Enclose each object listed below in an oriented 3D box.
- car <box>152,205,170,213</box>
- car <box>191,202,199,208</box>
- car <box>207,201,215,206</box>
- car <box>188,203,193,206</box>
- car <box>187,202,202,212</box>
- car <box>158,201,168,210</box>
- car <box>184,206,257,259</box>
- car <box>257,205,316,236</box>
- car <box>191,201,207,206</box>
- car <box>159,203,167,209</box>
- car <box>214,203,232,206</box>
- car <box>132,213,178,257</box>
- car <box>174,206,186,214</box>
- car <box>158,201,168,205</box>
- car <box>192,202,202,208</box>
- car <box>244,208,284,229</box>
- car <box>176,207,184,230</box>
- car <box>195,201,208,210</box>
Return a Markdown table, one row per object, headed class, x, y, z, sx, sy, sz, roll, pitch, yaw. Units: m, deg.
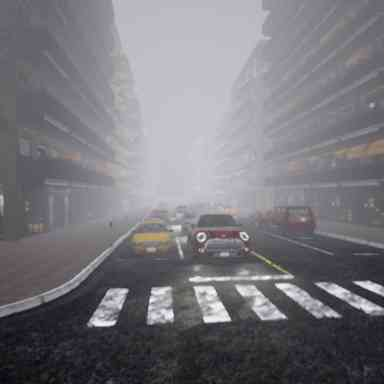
| class | x | y | z | sx | sy | sz | roll | pitch | yaw |
| --- | --- | --- | --- | --- | --- | --- | --- | --- | --- |
| car | -3.070 | 2.281 | 31.885 | 1.887 | 1.381 | 4.507 | -1 | -1 | -5 |
| car | 0.763 | 3.485 | 89.061 | 1.947 | 1.339 | 4.313 | -1 | -1 | -5 |
| car | 4.148 | 2.461 | 52.311 | 2.097 | 1.767 | 4.553 | 0 | -1 | -5 |
| car | -1.293 | 2.482 | 42.877 | 1.812 | 1.442 | 4.674 | 0 | -1 | -4 |
| car | 0.350 | 2.724 | 62.908 | 2.097 | 1.767 | 4.553 | 0 | -1 | -9 |
| car | -6.218 | 2.930 | 71.406 | 2.192 | 1.841 | 5.009 | -1 | -1 | -5 |
| car | 0.974 | 1.658 | 13.941 | 2.097 | 1.767 | 4.553 | 0 | -1 | -5 |
| car | 6.137 | 1.734 | 21.323 | 2.192 | 1.841 | 5.009 | -2 | -1 | -5 |
| car | 0.999 | 2.678 | 53.925 | 1.837 | 1.490 | 4.892 | 0 | -1 | -5 |
| car | -7.110 | 3.405 | 82.693 | 1.887 | 1.381 | 4.507 | -1 | -1 | -5 |
| car | 4.723 | 2.414 | 45.553 | 1.801 | 1.575 | 5.366 | 0 | -1 | -5 |
| car | -1.711 | 1.875 | 14.780 | 1.752 | 1.417 | 4.829 | -1 | -1 | -5 |
| car | -0.531 | 2.334 | 32.881 | 1.895 | 1.301 | 4.718 | 0 | -1 | -5 |
| car | -5.763 | 3.035 | 65.758 | 1.887 | 1.381 | 4.507 | -1 | -1 | -5 |
| car | 1.206 | 3.342 | 83.416 | 1.887 | 1.381 | 4.507 | -1 | -1 | -5 |
| car | 5.694 | 2.091 | 26.964 | 1.887 | 1.381 | 4.507 | -2 | -1 | -5 |
| car | 0.216 | 2.068 | 23.392 | 2.033 | 1.411 | 5.357 | 0 | -1 | -5 |
| car | 2.097 | 2.867 | 72.130 | 2.192 | 1.841 | 5.009 | -1 | -1 | -5 |
